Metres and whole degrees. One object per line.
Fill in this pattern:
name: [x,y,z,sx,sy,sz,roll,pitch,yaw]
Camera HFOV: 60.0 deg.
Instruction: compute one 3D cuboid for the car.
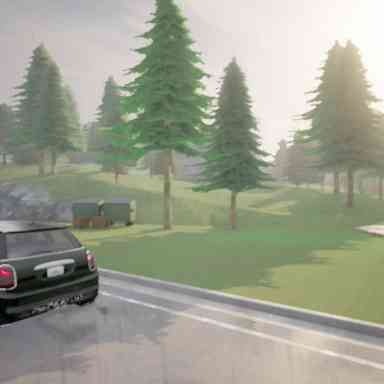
car: [-4.042,1.370,6.877,4.553,1.767,2.097,0,0,36]
